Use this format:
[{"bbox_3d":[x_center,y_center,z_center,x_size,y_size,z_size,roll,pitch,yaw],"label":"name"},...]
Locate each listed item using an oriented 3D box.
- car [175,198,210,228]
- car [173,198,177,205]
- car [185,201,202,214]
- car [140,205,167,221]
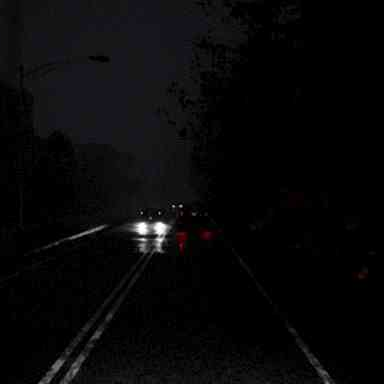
[{"bbox_3d":[0.138,1.483,23.397,2.097,1.767,4.553,0,0,0],"label":"car"},{"bbox_3d":[-3.059,2.068,69.875,1.812,1.442,4.674,0,0,0],"label":"car"},{"bbox_3d":[0.194,1.847,41.447,2.033,1.411,5.357,0,-1,0],"label":"car"},{"bbox_3d":[-3.296,1.782,28.793,1.895,1.301,4.718,0,-1,0],"label":"car"}]
